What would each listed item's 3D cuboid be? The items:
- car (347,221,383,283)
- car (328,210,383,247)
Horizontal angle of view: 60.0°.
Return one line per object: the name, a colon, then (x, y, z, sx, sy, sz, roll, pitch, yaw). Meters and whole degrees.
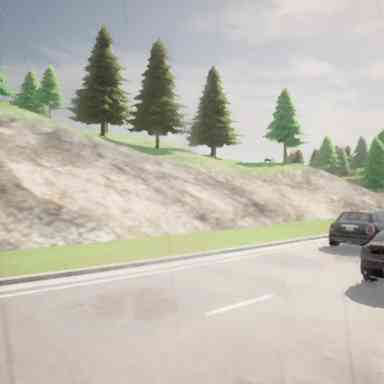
car: (6.385, 1.669, 9.177, 4.892, 1.490, 1.837, 2, -1, -40)
car: (8.263, 1.609, 15.410, 4.553, 1.767, 2.097, 1, -1, -41)
